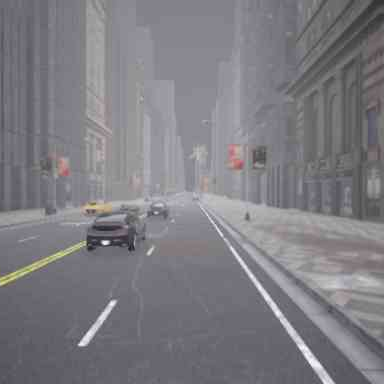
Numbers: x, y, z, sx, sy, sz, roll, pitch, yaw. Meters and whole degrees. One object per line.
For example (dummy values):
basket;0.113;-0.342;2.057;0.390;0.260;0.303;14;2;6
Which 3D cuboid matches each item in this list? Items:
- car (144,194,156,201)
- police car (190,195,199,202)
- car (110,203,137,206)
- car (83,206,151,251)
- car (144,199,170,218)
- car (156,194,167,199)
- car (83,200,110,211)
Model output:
car;-9.745;1.785;75.407;1.994;1.385;4.181;0;0;0
police car;0.982;1.817;90.496;1.930;1.638;5.238;0;0;0
car;-6.593;1.773;33.970;1.895;1.301;4.718;0;0;0
car;-3.152;1.582;14.542;1.837;1.490;4.892;0;0;0
car;-3.150;1.687;31.649;1.812;1.442;4.674;0;0;0
car;-6.494;1.794;74.990;1.994;1.385;4.181;0;0;0
car;-9.840;1.655;34.888;1.882;1.535;5.008;0;0;0
